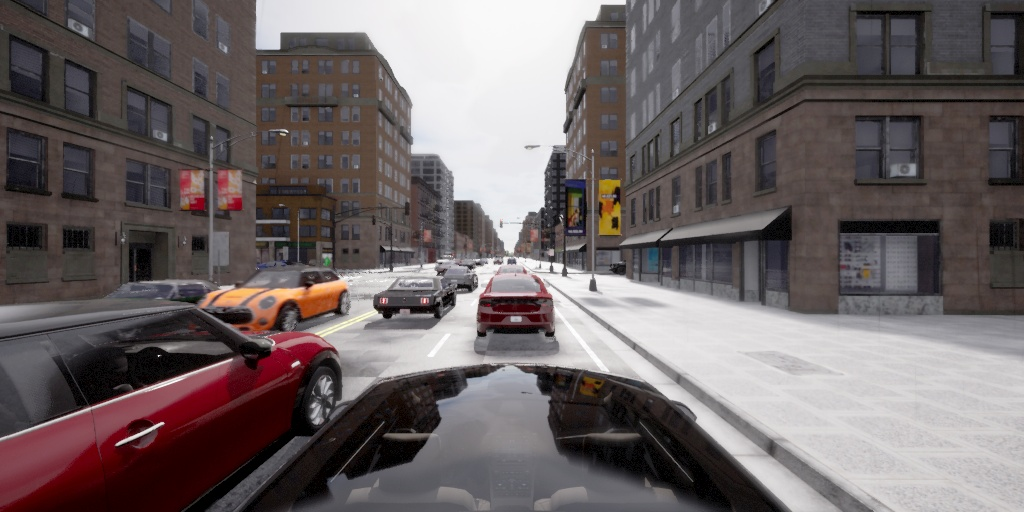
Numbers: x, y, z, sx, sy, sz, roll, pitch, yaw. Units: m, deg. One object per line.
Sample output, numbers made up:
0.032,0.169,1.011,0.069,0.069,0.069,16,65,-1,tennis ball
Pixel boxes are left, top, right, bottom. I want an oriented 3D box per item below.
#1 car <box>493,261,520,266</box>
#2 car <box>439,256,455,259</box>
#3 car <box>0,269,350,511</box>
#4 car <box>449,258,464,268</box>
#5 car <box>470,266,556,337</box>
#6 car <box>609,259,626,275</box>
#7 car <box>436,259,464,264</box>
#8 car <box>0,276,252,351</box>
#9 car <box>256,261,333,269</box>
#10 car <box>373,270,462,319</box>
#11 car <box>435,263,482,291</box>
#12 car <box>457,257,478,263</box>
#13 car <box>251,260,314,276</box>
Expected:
-0.004,1.227,19.881,1.882,1.535,5.008,0,0,0,car
-9.833,0.965,53.637,2.150,2.045,5.566,0,0,2,car
-3.152,1.102,2.626,2.097,1.767,4.553,0,0,0,car
-9.826,1.218,63.761,1.882,1.535,5.008,0,1,0,car
0.099,1.228,10.310,1.882,1.535,5.008,0,0,0,car
13.365,1.009,38.784,5.566,2.045,2.150,0,0,0,car
-6.610,1.317,37.655,1.994,1.385,4.181,0,0,0,car
-9.853,1.351,9.918,1.895,1.301,4.718,0,0,0,car
-6.602,1.101,10.402,2.097,1.767,4.553,0,0,0,car
-3.153,1.351,12.785,1.895,1.301,4.718,0,0,0,car
-3.156,1.313,21.542,1.994,1.385,4.181,0,0,0,car
-6.603,1.222,53.593,1.882,1.535,5.008,0,0,0,car
-22.755,1.219,35.655,5.008,1.535,1.882,0,0,0,car
